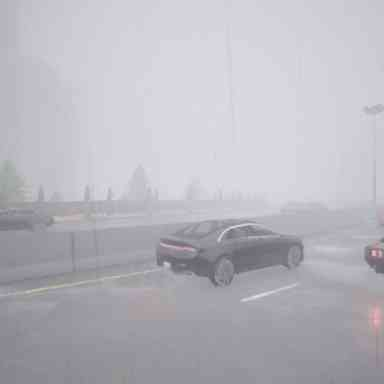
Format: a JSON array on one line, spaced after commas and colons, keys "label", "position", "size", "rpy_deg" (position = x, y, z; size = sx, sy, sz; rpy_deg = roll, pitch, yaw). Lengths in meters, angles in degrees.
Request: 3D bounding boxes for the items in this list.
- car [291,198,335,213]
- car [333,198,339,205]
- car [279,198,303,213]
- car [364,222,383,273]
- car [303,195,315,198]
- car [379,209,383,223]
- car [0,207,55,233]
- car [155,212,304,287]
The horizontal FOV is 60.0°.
[{"label": "car", "position": [10.914, 1.611, 29.809], "size": [1.882, 1.535, 5.008], "rpy_deg": [0, 0, 37]}, {"label": "car", "position": [28.037, 1.901, 66.606], "size": [1.837, 1.490, 4.892], "rpy_deg": [0, -1, 15]}, {"label": "car", "position": [11.141, 1.729, 35.995], "size": [2.033, 1.411, 5.357], "rpy_deg": [0, -1, 34]}, {"label": "car", "position": [6.850, 1.624, 9.644], "size": [4.718, 1.301, 1.895], "rpy_deg": [0, 0, -42]}, {"label": "car", "position": [25.622, 1.705, 73.076], "size": [2.150, 2.045, 5.566], "rpy_deg": [0, -1, 9]}, {"label": "car", "position": [14.235, 1.428, 22.490], "size": [2.097, 1.767, 4.553], "rpy_deg": [0, 0, 40]}, {"label": "car", "position": [-10.210, 1.579, 18.416], "size": [4.902, 1.511, 2.128], "rpy_deg": [0, 0, -38]}, {"label": "car", "position": [1.278, 1.524, 9.479], "size": [4.902, 1.511, 2.128], "rpy_deg": [0, 0, -39]}]
